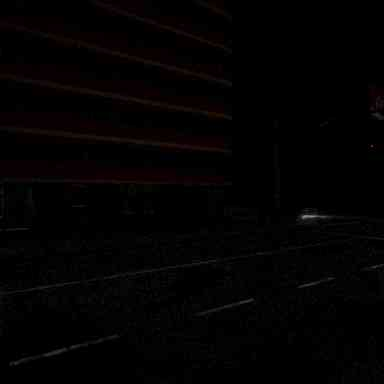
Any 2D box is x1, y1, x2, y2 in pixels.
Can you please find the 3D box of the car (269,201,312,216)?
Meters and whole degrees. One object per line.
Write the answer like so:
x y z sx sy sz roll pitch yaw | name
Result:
9.730 1.564 33.184 1.994 1.385 4.181 0 0 -36 | car
